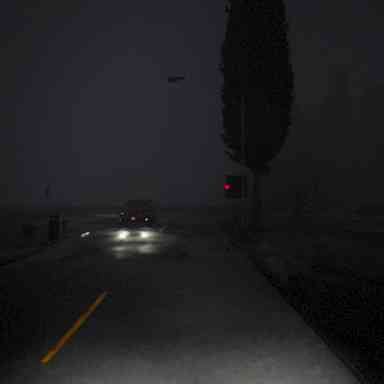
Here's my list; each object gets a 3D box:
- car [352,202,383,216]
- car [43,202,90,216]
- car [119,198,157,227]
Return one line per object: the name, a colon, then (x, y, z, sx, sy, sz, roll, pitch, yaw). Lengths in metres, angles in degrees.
car: (20.480, 1.874, 36.858, 5.008, 1.535, 1.882, 0, -1, 0)
car: (-13.901, 1.908, 36.870, 4.902, 1.511, 2.128, 1, -1, 0)
car: (-4.012, 1.508, 25.485, 2.150, 2.045, 5.566, 0, -1, 0)
